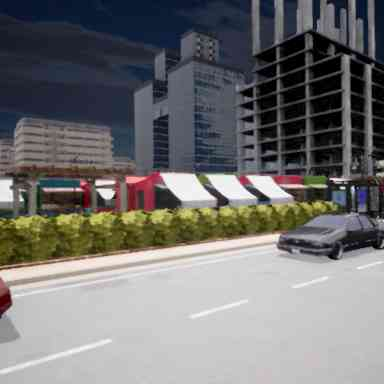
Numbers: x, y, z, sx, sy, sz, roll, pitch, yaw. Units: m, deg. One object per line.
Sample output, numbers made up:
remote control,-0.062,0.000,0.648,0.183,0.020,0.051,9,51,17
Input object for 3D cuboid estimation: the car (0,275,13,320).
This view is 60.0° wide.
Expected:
car,-5.208,1.698,4.507,4.718,1.301,1.895,-1,0,-36

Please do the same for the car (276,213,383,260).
car,5.512,1.502,12.422,5.357,1.411,2.033,-1,0,-36
